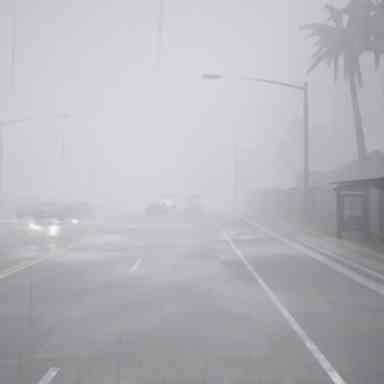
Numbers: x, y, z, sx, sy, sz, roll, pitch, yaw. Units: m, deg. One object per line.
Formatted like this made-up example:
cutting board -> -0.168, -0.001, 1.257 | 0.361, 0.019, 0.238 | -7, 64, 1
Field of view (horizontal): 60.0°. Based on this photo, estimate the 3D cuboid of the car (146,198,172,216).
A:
car -> -3.381, 1.614, 33.225 | 1.895, 1.301, 4.718 | 0, 0, 0

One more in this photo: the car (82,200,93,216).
car -> -10.539, 1.532, 30.484 | 1.837, 1.490, 4.892 | 0, 0, 0

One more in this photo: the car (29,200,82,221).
car -> -10.484, 1.405, 25.828 | 1.994, 1.385, 4.181 | 0, 0, 0

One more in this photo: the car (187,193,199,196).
car -> 0.130, 1.177, 47.326 | 2.150, 2.045, 5.566 | 0, 0, 0

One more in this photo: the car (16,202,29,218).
car -> -14.042, 1.534, 30.158 | 1.837, 1.490, 4.892 | 0, 0, 0

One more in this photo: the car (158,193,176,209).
car -> -3.372, 1.192, 44.284 | 2.150, 2.045, 5.566 | 0, 1, 0

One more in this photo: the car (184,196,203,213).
car -> 0.129, 1.522, 36.972 | 1.812, 1.442, 4.674 | 0, 0, 0
